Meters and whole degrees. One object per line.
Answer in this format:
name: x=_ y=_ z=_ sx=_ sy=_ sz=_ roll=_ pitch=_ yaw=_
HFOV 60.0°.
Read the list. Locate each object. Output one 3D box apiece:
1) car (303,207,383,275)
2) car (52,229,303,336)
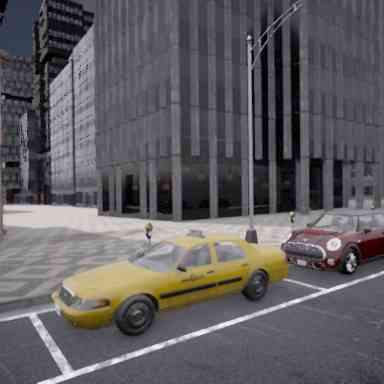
car: x=4.480 y=1.286 z=9.843 sx=4.097 sy=1.590 sz=1.967 roll=-1 pitch=1 yaw=-35
car: x=-0.125 y=1.465 z=6.559 sx=4.829 sy=1.417 sz=1.752 roll=-1 pitch=1 yaw=-35
